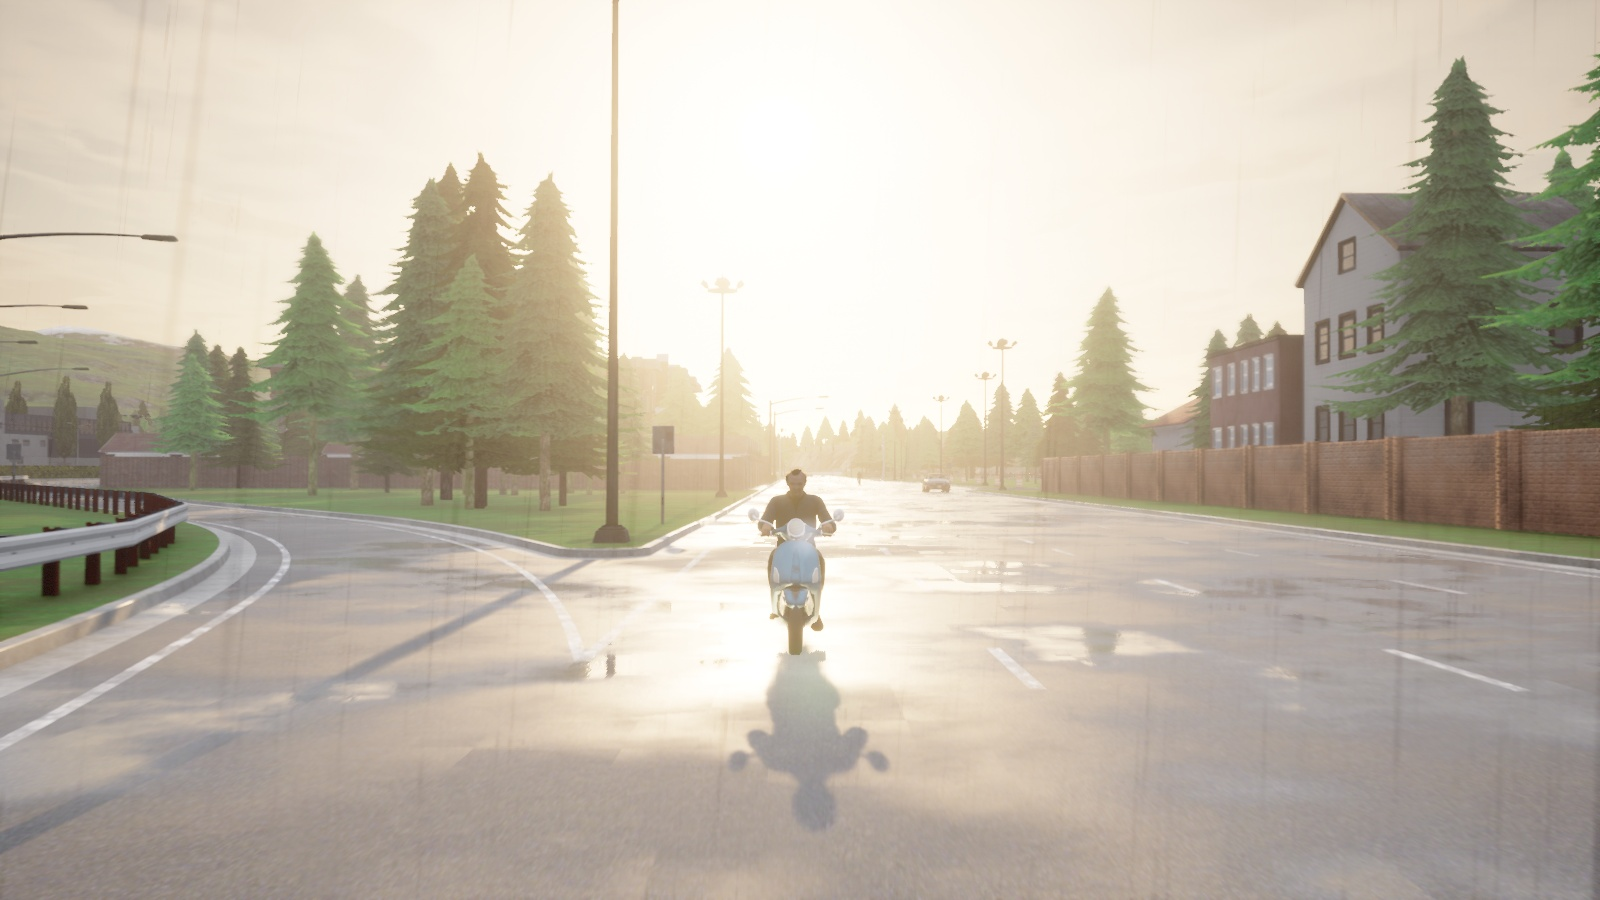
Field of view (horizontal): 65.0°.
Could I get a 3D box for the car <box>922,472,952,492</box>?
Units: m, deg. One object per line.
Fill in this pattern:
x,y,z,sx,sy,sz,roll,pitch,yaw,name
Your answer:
10.410,2.414,95.607,1.816,1.474,4.193,0,-1,0,car

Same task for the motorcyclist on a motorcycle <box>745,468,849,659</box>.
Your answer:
-0.029,0.962,11.374,0.866,1.590,1.817,0,-1,0,motorcyclist on a motorcycle
